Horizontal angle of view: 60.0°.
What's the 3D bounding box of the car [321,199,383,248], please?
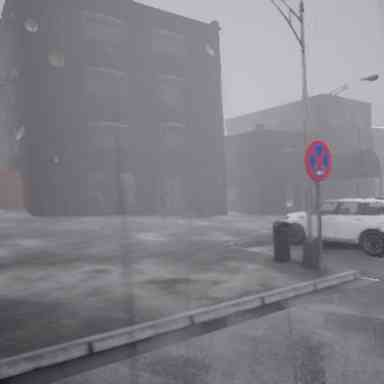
[{"bbox_3d":[8.662,1.391,15.170,2.185,1.767,4.553,0,0,-36],"label":"car"}]
